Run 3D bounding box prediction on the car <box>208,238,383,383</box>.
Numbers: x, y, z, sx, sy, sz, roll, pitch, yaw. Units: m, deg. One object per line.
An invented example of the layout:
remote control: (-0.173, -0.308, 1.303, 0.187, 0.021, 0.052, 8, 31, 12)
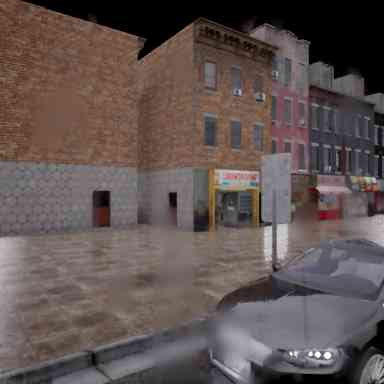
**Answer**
car: (2.453, 1.491, 4.831, 4.902, 1.511, 2.128, 0, 0, -36)
